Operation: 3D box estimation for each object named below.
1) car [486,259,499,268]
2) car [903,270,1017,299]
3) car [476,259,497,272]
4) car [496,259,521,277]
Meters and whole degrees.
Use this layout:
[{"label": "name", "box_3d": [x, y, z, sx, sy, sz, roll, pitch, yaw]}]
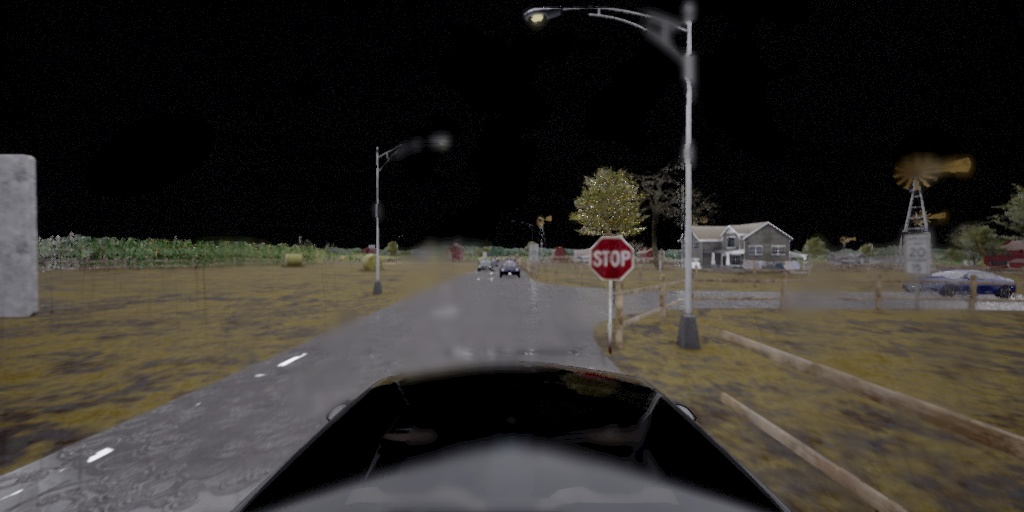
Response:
[{"label": "car", "box_3d": [-3.286, 1.260, 61.224, 2.033, 1.411, 5.357, 0, 0, 0]}, {"label": "car", "box_3d": [23.815, 1.458, 19.123, 4.674, 1.442, 1.812, 1, 1, 0]}, {"label": "car", "box_3d": [-3.182, 1.163, 43.829, 1.837, 1.490, 4.892, 0, 0, 0]}, {"label": "car", "box_3d": [-0.183, 1.239, 33.239, 1.895, 1.301, 4.718, 0, 0, 0]}]
